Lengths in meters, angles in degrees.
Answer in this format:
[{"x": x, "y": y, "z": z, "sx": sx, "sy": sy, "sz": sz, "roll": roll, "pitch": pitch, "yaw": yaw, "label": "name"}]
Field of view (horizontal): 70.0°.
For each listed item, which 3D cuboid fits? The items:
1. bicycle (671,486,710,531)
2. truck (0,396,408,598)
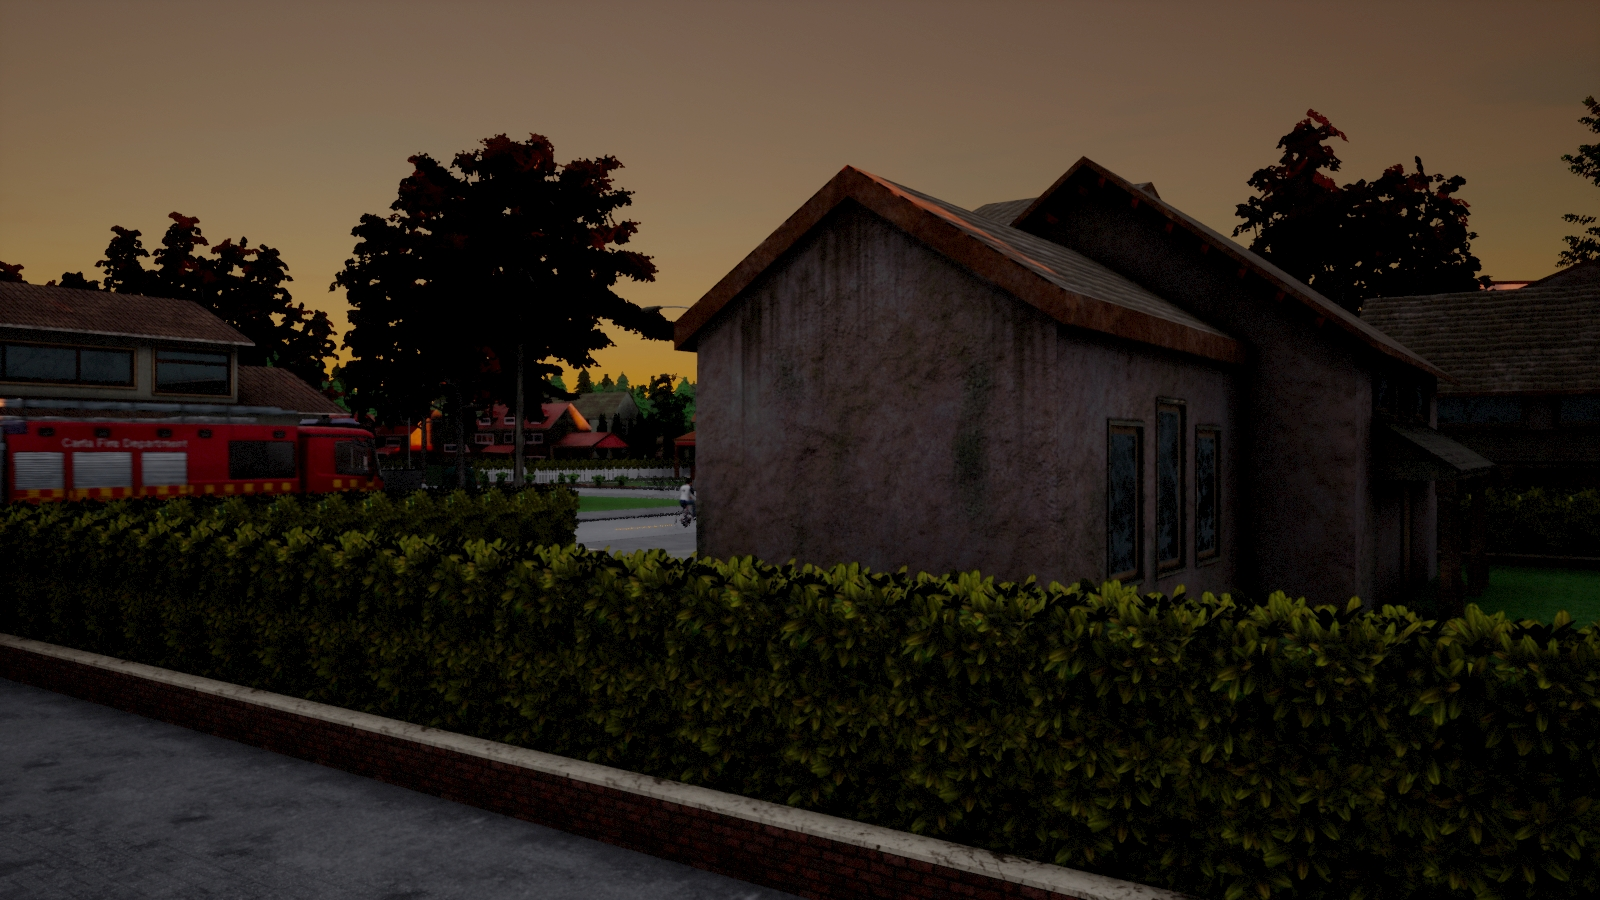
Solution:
[{"x": -3.844, "y": 2.046, "z": 40.176, "sx": 0.373, "sy": 1.496, "sz": 1.643, "roll": 0, "pitch": 0, "yaw": 35, "label": "bicycle"}, {"x": -13.429, "y": 0.880, "z": 25.928, "sx": 2.891, "sy": 3.827, "sz": 8.468, "roll": 0, "pitch": 0, "yaw": 36, "label": "truck"}]
